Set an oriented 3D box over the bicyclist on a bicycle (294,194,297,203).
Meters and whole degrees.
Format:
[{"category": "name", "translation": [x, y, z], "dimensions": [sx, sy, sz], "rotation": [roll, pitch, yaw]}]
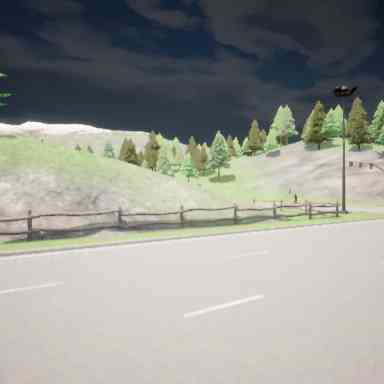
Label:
[{"category": "bicyclist on a bicycle", "translation": [18.638, 1.273, 59.770], "dimensions": [0.582, 1.620, 1.656], "rotation": [0, 0, 34]}]
